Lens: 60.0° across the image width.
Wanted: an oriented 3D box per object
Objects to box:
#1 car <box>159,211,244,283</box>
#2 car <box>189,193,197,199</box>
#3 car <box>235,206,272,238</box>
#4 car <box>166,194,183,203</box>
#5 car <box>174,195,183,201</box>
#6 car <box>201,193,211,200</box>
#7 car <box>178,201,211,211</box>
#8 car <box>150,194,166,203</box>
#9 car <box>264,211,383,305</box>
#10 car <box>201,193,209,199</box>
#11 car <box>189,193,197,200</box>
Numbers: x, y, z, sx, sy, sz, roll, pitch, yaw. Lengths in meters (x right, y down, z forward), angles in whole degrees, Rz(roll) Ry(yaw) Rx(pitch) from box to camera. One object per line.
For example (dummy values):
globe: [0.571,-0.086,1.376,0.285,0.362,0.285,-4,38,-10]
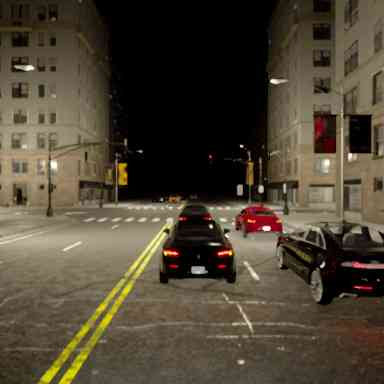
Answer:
car: [0.135,1.481,9.368,1.812,1.442,4.674,0,0,0]
car: [0.347,1.007,89.428,1.994,1.385,4.181,0,0,0]
car: [3.317,1.445,17.057,1.812,1.442,4.674,0,0,0]
car: [-3.072,1.205,60.051,1.882,1.535,5.008,0,0,1]
car: [-2.959,1.251,75.211,1.895,1.301,4.718,0,0,0]
car: [3.557,1.172,78.996,2.033,1.411,5.357,0,0,0]
car: [0.171,1.440,18.277,1.812,1.442,4.674,0,0,0]
car: [-6.323,1.276,59.845,2.033,1.411,5.357,0,0,1]
car: [3.371,1.453,7.962,2.128,1.511,4.902,0,0,1]
car: [3.597,1.006,89.415,1.994,1.385,4.181,0,0,0]
car: [0.309,1.226,79.456,1.895,1.301,4.718,0,0,0]
